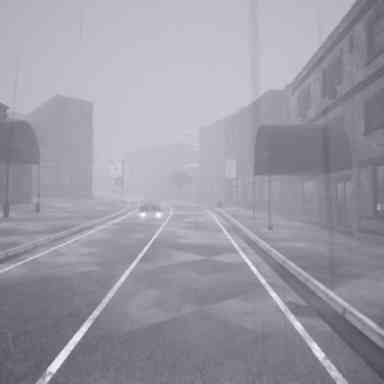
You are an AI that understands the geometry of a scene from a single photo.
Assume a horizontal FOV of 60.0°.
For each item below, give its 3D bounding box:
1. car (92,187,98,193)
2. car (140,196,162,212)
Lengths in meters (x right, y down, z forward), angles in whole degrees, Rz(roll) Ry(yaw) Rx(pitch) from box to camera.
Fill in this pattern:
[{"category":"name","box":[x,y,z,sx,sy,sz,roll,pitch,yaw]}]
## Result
[{"category":"car","box":[-21.615,-0.575,69.569,4.892,1.490,1.837,4,1,39]},{"category":"car","box":[-3.949,1.114,32.252,1.812,1.442,4.674,0,1,-4]}]
